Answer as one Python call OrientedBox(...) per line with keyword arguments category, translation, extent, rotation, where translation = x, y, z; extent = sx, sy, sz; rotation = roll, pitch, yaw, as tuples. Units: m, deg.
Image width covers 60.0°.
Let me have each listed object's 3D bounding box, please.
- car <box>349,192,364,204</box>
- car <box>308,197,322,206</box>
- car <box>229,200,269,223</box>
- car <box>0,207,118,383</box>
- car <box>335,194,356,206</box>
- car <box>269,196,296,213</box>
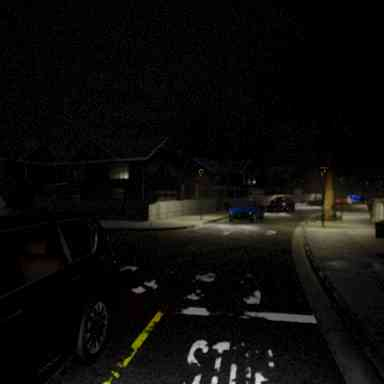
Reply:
OrientedBox(category="car", translation=(29.635, 1.001, 60.202), extent=(2.150, 2.045, 5.566), rotation=(0, 0, 35))
OrientedBox(category="car", translation=(18.821, 1.460, 49.786), extent=(1.895, 1.301, 4.718), rotation=(0, 0, 36))
OrientedBox(category="car", translation=(4.341, 1.435, 25.887), extent=(1.882, 1.535, 5.008), rotation=(0, 0, 24))
OrientedBox(category="car", translation=(-2.515, 1.236, 3.029), extent=(2.150, 2.045, 5.566), rotation=(0, 0, 9))
OrientedBox(category="car", translation=(23.865, 1.432, 52.039), extent=(1.895, 1.301, 4.718), rotation=(0, 0, 35))
OrientedBox(category="car", translation=(9.778, 1.275, 36.387), extent=(2.097, 1.767, 4.553), rotation=(0, 0, 32))
